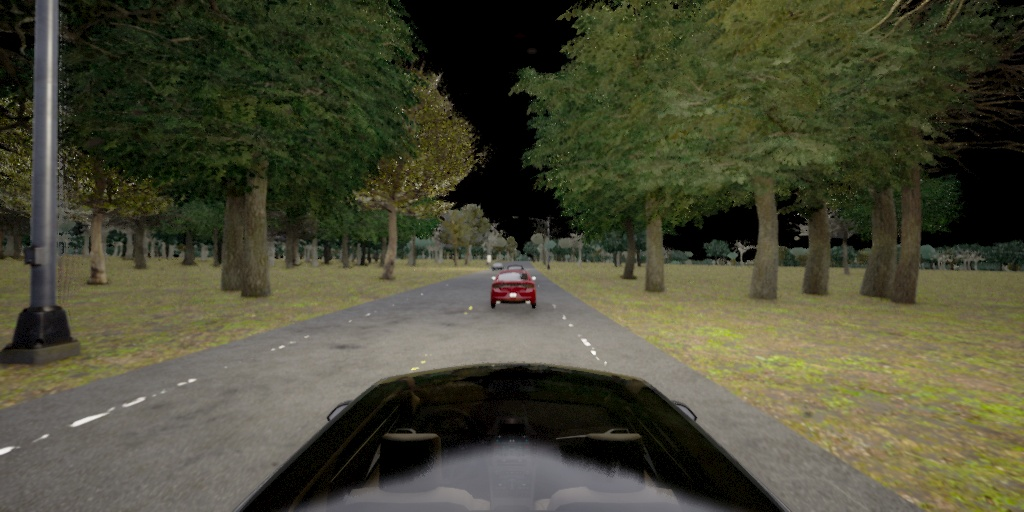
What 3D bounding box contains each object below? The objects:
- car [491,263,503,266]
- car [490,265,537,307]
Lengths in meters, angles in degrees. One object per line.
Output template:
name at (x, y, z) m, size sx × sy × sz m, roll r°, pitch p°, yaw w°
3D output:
car at (-2.299, 1.831, 58.943) m, size 1.882 × 1.535 × 5.008 m, roll 0°, pitch -1°, yaw 3°
car at (0.080, 1.371, 16.306) m, size 1.882 × 1.535 × 5.008 m, roll 0°, pitch 0°, yaw 1°
